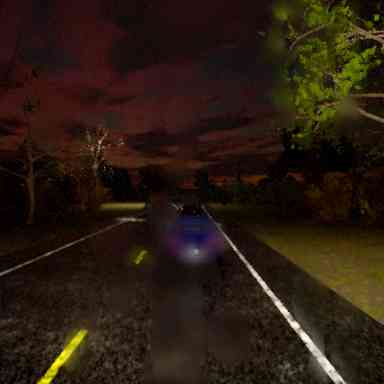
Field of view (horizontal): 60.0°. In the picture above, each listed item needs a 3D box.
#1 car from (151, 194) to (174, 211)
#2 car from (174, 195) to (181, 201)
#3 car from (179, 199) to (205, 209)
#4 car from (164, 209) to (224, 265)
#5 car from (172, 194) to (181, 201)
[{"bbox_3d":[-3.802,1.279,41.614,2.150,2.045,5.566,0,0,-1],"label":"car"},{"bbox_3d":[-3.680,1.429,75.720,1.994,1.385,4.181,0,0,-2],"label":"car"},{"bbox_3d":[0.013,1.550,27.049,1.837,1.490,4.892,0,0,0],"label":"car"},{"bbox_3d":[0.067,1.546,11.665,1.812,1.442,4.674,0,0,0],"label":"car"},{"bbox_3d":[-3.825,1.412,83.116,1.882,1.535,5.008,0,0,0],"label":"car"}]
